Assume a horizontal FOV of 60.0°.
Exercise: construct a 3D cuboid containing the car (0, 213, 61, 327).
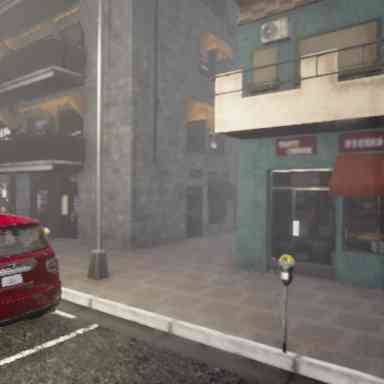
[{"bbox_3d":[-4.440,1.312,6.030,5.009,1.841,2.192,0,1,36],"label":"car"}]
